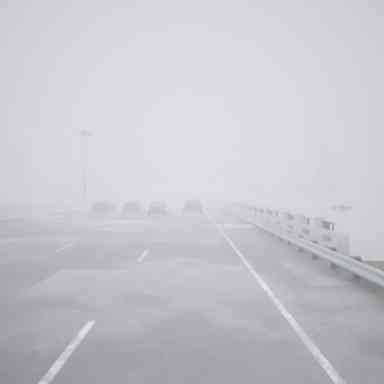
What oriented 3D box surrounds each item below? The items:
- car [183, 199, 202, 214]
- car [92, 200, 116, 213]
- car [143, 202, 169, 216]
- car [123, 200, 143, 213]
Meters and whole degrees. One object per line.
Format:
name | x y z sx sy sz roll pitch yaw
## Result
car | 0.095 1.550 38.335 2.097 1.767 4.553 0 -1 0
car | -10.405 1.690 39.486 1.882 1.535 5.008 0 -1 0
car | -3.405 1.695 33.997 2.033 1.411 5.357 0 -1 0
car | -6.905 1.714 39.287 1.837 1.490 4.892 0 -1 0
